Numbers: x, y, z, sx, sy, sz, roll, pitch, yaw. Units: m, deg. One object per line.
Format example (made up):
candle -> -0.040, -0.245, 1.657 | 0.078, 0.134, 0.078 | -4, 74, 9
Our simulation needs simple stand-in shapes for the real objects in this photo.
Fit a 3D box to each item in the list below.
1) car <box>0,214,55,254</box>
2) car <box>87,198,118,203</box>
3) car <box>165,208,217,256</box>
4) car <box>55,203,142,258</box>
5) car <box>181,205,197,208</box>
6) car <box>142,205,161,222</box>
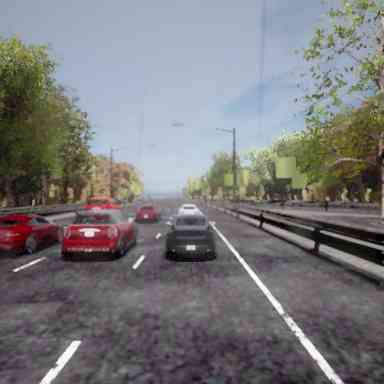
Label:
car -> -7.043, 1.665, 14.034 | 1.812, 1.442, 4.674 | 0, 0, 0
car -> -7.244, 1.507, 27.734 | 2.150, 2.045, 5.566 | 0, 0, -1
car -> -0.041, 1.644, 13.692 | 1.837, 1.490, 4.892 | 0, 0, 0
car -> -3.541, 1.487, 13.582 | 2.097, 1.767, 4.553 | 0, -1, 0
car -> -0.260, 1.823, 29.173 | 1.812, 1.442, 4.674 | 0, 0, -1
car -> -3.759, 1.823, 29.120 | 1.812, 1.442, 4.674 | 0, 0, -1
